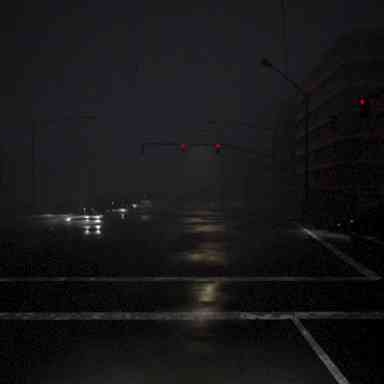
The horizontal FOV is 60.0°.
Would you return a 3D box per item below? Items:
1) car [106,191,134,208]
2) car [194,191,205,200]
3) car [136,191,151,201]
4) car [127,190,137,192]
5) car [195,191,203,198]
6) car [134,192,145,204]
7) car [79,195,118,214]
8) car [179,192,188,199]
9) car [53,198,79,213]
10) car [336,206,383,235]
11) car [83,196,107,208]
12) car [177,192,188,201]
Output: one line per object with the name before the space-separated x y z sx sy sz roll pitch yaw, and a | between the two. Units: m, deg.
car | -9.394 1.106 43.410 2.097 1.767 4.553 0 1 1
car | 1.489 0.711 65.761 2.097 1.767 4.553 0 1 1
car | -9.063 0.928 64.714 2.033 1.411 5.357 0 1 0
car | -12.488 0.544 68.017 2.150 2.045 5.566 0 1 1
car | 1.616 0.609 75.807 1.837 1.490 4.892 0 1 1
car | -9.270 1.132 53.055 2.033 1.411 5.357 0 1 1
car | -9.512 1.369 34.369 2.128 1.511 4.902 0 1 1
car | -1.882 0.742 75.897 2.033 1.411 5.357 0 1 1
car | -13.000 1.346 35.436 1.882 1.535 5.008 0 1 1
car | 10.358 1.525 18.164 4.674 1.442 1.812 0 0 0
car | -12.887 1.302 44.426 1.994 1.385 4.181 0 1 0
car | -1.921 0.917 65.246 2.033 1.411 5.357 0 1 1
